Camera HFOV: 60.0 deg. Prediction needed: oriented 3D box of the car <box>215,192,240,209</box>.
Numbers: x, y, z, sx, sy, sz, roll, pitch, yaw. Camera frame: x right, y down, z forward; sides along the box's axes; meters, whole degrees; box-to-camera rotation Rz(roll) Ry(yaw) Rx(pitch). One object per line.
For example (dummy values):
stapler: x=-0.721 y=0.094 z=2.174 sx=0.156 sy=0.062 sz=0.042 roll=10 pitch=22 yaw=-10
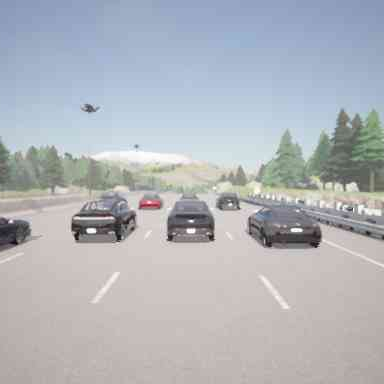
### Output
car: x=3.247 y=0.776 z=30.769 sx=1.837 sy=1.490 sz=4.892 roll=0 pitch=1 yaw=-1

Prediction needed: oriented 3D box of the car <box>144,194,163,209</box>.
car: x=-3.756 y=0.833 z=31.019 sx=1.994 sy=1.385 sz=4.181 roll=0 pitch=1 yaw=-1

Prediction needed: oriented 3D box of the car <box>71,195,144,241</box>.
car: x=-3.561 y=1.090 z=14.101 sx=2.128 sy=1.511 sz=4.902 roll=0 pitch=1 yaw=-1

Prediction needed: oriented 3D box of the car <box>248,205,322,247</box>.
car: x=3.452 y=1.188 z=13.068 sx=1.994 sy=1.385 sz=4.181 roll=0 pitch=1 yaw=-1

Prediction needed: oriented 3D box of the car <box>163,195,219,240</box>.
car: x=-0.063 y=1.095 z=14.374 sx=1.837 sy=1.490 sz=4.892 roll=0 pitch=1 yaw=-1

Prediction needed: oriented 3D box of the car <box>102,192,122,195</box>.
car: x=-7.250 y=0.768 z=30.517 sx=2.128 sy=1.511 sz=4.902 roll=0 pitch=1 yaw=-1

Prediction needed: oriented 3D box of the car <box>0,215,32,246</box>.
car: x=-7.017 y=1.247 z=10.234 sx=2.033 sy=1.411 sz=5.357 roll=0 pitch=2 yaw=-1
